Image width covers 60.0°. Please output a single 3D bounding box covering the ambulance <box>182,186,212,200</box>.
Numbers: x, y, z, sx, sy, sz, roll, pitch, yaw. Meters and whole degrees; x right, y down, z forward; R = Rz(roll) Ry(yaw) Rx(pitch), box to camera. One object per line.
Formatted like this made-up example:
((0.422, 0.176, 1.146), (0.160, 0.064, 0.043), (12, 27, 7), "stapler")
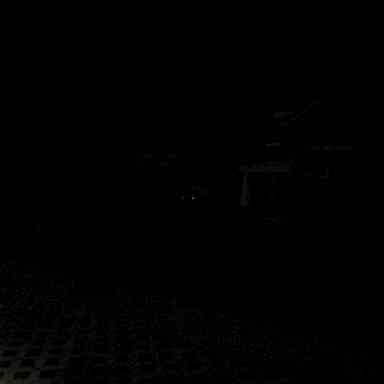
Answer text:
((1.191, 0.464, 44.059), (2.351, 2.431, 6.366), (3, 2, 35), "ambulance")
